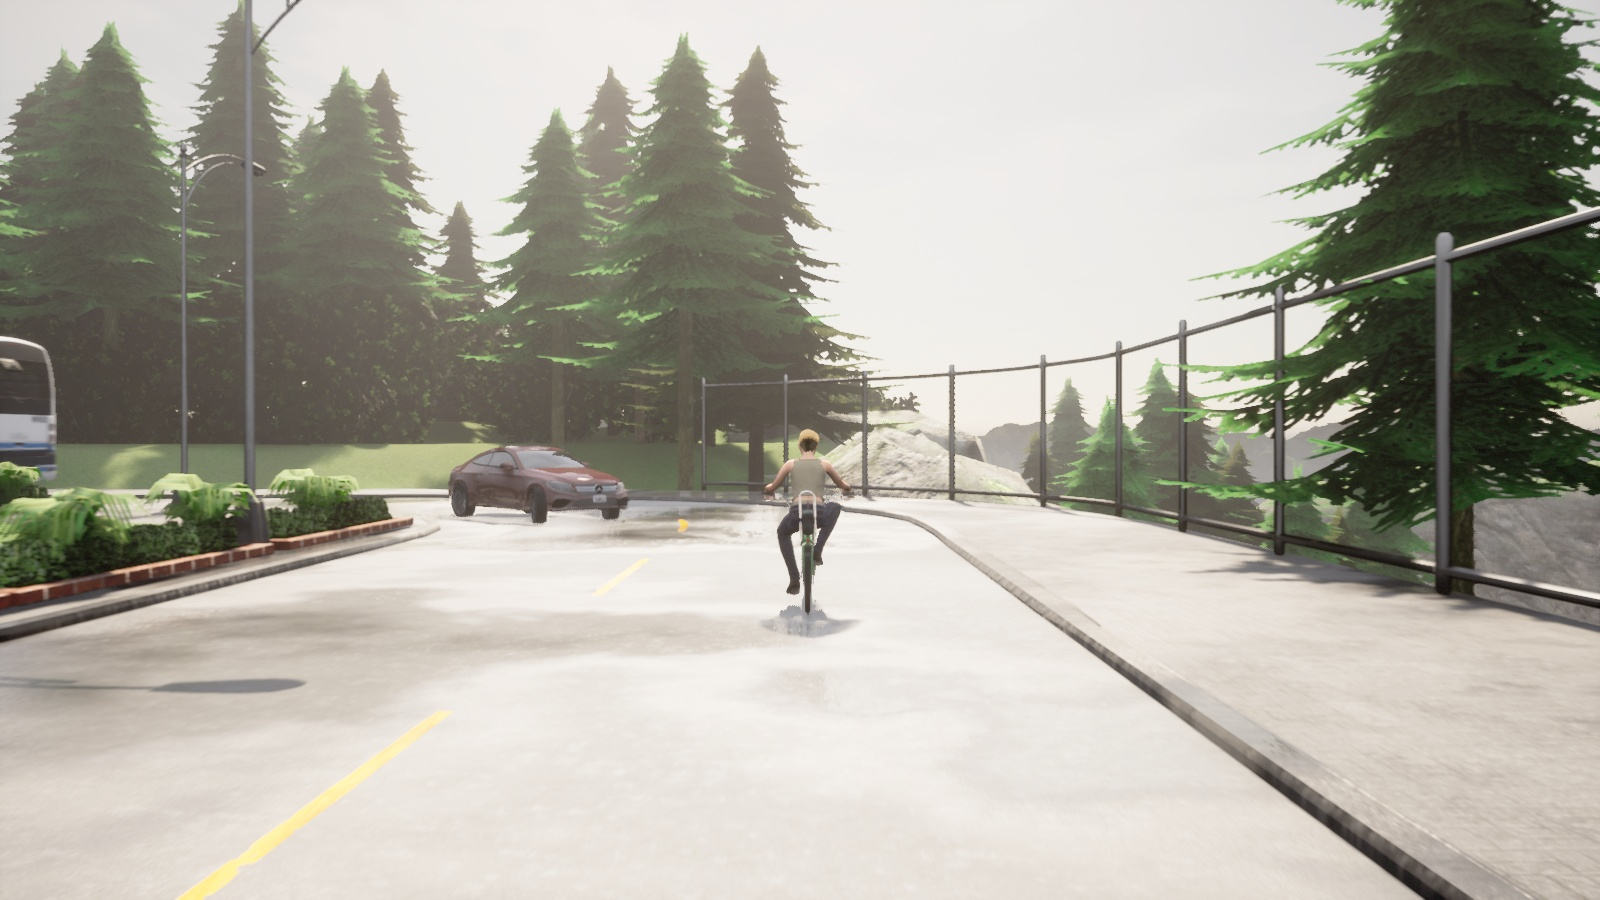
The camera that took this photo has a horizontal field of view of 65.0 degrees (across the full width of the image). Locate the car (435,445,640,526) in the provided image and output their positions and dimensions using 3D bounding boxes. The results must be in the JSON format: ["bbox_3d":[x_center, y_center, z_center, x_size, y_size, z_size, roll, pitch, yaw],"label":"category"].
[{"bbox_3d":[-5.282,0.630,24.845,1.812,1.442,4.674,0,0,-43],"label":"car"}]

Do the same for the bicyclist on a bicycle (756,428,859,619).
[{"bbox_3d":[0.073,0.619,11.364,0.866,1.612,1.509,0,0,1],"label":"bicyclist on a bicycle"}]

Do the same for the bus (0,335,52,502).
[{"bbox_3d":[-25.492,-0.832,32.196,10.273,4.253,3.944,0,0,1],"label":"bus"}]
